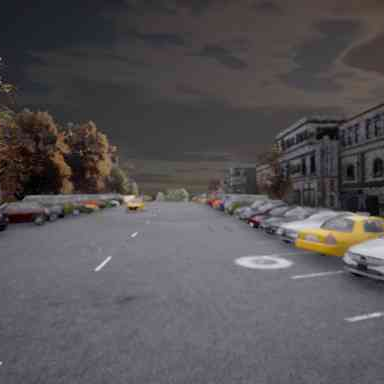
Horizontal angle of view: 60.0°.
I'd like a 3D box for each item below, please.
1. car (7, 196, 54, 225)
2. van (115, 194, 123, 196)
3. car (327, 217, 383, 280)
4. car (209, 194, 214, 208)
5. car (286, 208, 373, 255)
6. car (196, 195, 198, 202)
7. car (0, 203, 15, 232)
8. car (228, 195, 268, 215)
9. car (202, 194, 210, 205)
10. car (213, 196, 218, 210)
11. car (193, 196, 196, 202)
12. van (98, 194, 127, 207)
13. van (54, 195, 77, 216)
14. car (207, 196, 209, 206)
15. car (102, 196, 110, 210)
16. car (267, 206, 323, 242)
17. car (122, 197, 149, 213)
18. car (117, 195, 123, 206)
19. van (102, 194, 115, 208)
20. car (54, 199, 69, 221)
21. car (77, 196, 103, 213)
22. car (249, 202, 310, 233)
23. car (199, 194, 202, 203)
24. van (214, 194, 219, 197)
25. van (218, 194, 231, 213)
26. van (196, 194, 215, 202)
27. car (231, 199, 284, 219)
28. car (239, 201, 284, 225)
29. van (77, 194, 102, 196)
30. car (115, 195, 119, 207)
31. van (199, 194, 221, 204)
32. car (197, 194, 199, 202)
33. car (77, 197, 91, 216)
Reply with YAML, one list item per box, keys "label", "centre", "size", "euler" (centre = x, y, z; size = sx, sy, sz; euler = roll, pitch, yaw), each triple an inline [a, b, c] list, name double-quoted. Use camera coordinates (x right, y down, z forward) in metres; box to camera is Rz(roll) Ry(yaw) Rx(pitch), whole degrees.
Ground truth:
- label: "car"
  centre: [-12.135, 1.395, 22.761]
  size: [4.553, 1.767, 2.185]
  euler: [-1, 0, -22]
- label: "van"
  centre: [-13.356, 1.354, 52.124]
  size: [4.442, 1.987, 1.878]
  euler: [-1, 0, -22]
- label: "car"
  centre: [6.185, 1.539, 8.744]
  size: [4.674, 1.452, 2.002]
  euler: [1, 0, -22]
- label: "car"
  centre: [4.964, 1.386, 40.986]
  size: [4.553, 1.767, 2.185]
  euler: [1, 0, -22]
- label: "car"
  centre: [6.244, 1.497, 11.751]
  size: [5.366, 1.575, 1.946]
  euler: [1, 0, -22]
- label: "car"
  centre: [4.042, 1.650, 67.386]
  size: [4.792, 1.488, 2.163]
  euler: [1, -1, -22]
- label: "car"
  centre: [-11.969, 1.552, 16.851]
  size: [4.792, 1.488, 2.163]
  euler: [-1, 0, -22]
- label: "car"
  centre: [5.565, 1.371, 26.344]
  size: [4.553, 1.767, 2.185]
  euler: [1, 0, -22]
- label: "car"
  centre: [4.804, 1.279, 46.871]
  size: [5.566, 2.045, 2.435]
  euler: [1, 0, -22]
- label: "car"
  centre: [5.202, 1.502, 35.131]
  size: [5.008, 1.535, 2.097]
  euler: [1, 0, -22]
- label: "car"
  centre: [3.617, 1.644, 73.167]
  size: [5.366, 1.575, 1.946]
  euler: [1, 0, -22]
- label: "van"
  centre: [-13.251, 1.364, 55.163]
  size: [4.442, 1.987, 1.878]
  euler: [-1, -1, -22]
- label: "van"
  centre: [-12.485, 1.298, 28.585]
  size: [4.442, 1.987, 1.878]
  euler: [-1, 0, -22]
- label: "car"
  centre: [4.886, 1.561, 43.923]
  size: [4.674, 1.452, 2.002]
  euler: [1, 0, -22]
- label: "car"
  centre: [-12.808, 1.578, 40.400]
  size: [4.674, 1.452, 2.002]
  euler: [-1, 0, -22]
- label: "car"
  centre: [5.968, 1.537, 14.608]
  size: [4.674, 1.452, 2.002]
  euler: [1, 0, -22]
- label: "car"
  centre: [-6.431, 1.517, 38.402]
  size: [1.882, 1.535, 5.008]
  euler: [0, 0, -2]
- label: "car"
  centre: [-13.143, 1.606, 49.233]
  size: [4.674, 1.452, 2.002]
  euler: [-1, 0, -22]
- label: "van"
  centre: [-12.818, 1.320, 43.395]
  size: [4.442, 1.987, 1.878]
  euler: [-1, 0, -22]
- label: "car"
  centre: [-12.296, 1.551, 25.680]
  size: [4.792, 1.488, 2.163]
  euler: [-1, 0, -22]
- label: "car"
  centre: [-12.424, 1.522, 34.590]
  size: [5.366, 1.575, 1.946]
  euler: [-1, 0, -22]
- label: "car"
  centre: [5.868, 1.498, 17.537]
  size: [4.892, 1.521, 2.231]
  euler: [1, 0, -22]
- label: "car"
  centre: [4.514, 1.576, 58.654]
  size: [5.366, 1.575, 1.946]
  euler: [1, -1, -22]
- label: "van"
  centre: [5.209, 1.283, 38.111]
  size: [4.442, 1.987, 1.878]
  euler: [1, 0, -22]
- label: "van"
  centre: [5.214, 1.271, 32.152]
  size: [4.442, 1.987, 1.878]
  euler: [1, 0, -22]
- label: "van"
  centre: [3.412, 1.593, 85.005]
  size: [4.442, 1.987, 1.878]
  euler: [1, -2, -22]
- label: "car"
  centre: [5.648, 1.497, 23.405]
  size: [4.892, 1.521, 2.231]
  euler: [1, 0, -22]
- label: "car"
  centre: [5.722, 1.525, 20.459]
  size: [4.792, 1.488, 2.163]
  euler: [1, 0, -22]
- label: "van"
  centre: [-12.814, 1.309, 37.415]
  size: [4.442, 1.987, 1.878]
  euler: [-1, 0, -22]
- label: "car"
  centre: [-13.032, 1.596, 46.289]
  size: [4.674, 1.452, 2.002]
  euler: [-1, 0, -22]
- label: "van"
  centre: [3.799, 1.408, 70.257]
  size: [4.442, 1.987, 1.878]
  euler: [1, 0, -22]
- label: "car"
  centre: [4.299, 1.605, 64.511]
  size: [5.366, 1.575, 1.946]
  euler: [1, -1, -22]
- label: "car"
  centre: [-12.479, 1.525, 31.576]
  size: [4.892, 1.521, 2.231]
  euler: [-1, 0, -22]
